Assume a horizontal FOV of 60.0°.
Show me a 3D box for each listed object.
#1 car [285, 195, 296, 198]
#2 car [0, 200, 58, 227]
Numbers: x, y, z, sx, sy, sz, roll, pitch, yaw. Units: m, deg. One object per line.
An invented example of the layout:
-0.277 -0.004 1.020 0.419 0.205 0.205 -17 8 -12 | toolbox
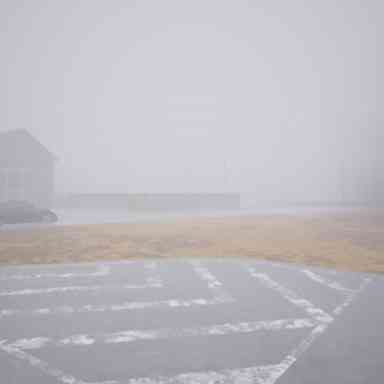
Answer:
26.518 1.721 89.374 2.242 1.667 4.611 0 0 35 | car
-11.566 1.351 22.496 4.553 1.767 2.097 0 0 -41 | car
